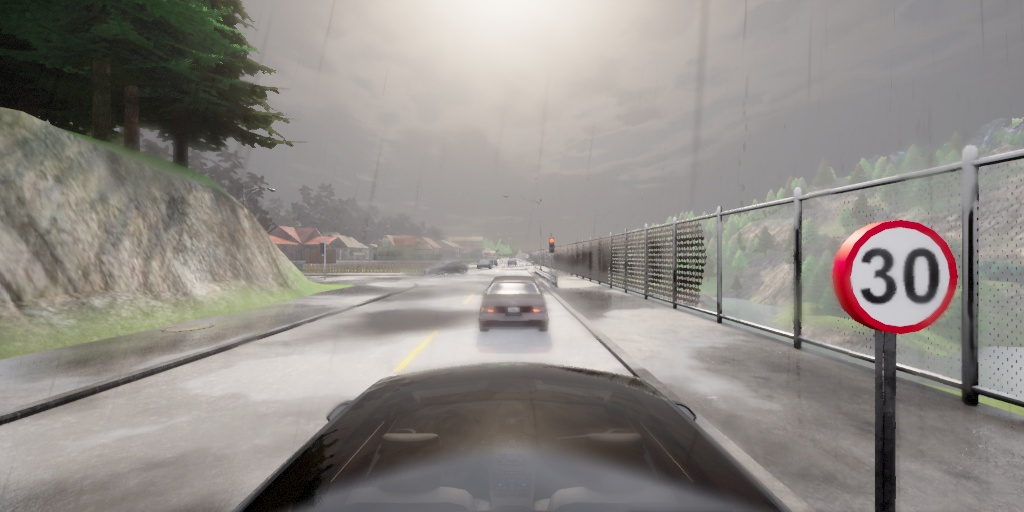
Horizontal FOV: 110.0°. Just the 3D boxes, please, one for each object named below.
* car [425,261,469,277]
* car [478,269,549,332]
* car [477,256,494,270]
[{"bbox_3d":[-6.479,1.241,35.965,2.128,1.511,4.902,1,1,39],"label":"car"},{"bbox_3d":[0.052,1.297,10.835,2.033,1.411,5.357,0,0,0],"label":"car"},{"bbox_3d":[-4.072,1.227,53.513,1.882,1.535,5.008,0,0,0],"label":"car"}]
